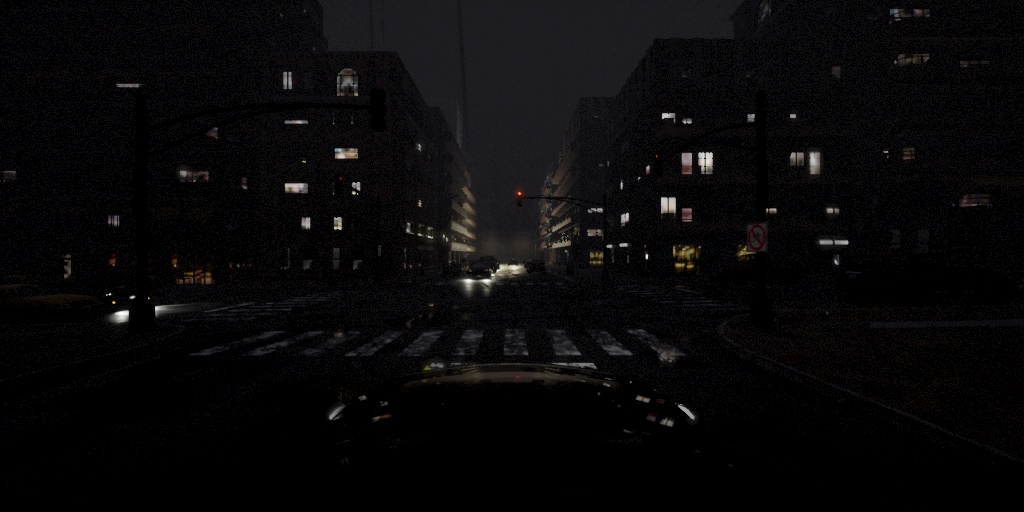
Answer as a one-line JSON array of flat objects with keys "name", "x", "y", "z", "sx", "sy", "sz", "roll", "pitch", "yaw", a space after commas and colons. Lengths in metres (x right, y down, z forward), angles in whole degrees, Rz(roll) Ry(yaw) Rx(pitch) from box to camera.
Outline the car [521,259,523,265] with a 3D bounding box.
[{"name": "car", "x": 2.831, "y": 1.348, "z": 57.802, "sx": 1.802, "sy": 1.307, "sz": 4.207, "roll": 0, "pitch": 0, "yaw": 0}]

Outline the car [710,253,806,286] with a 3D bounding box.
[{"name": "car", "x": 14.625, "y": 0.759, "z": 21.376, "sx": 5.009, "sy": 1.841, "sz": 2.192, "roll": 0, "pitch": 0, "yaw": 0}]

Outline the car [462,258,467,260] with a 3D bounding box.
[{"name": "car", "x": -5.593, "y": 1.283, "z": 40.604, "sx": 1.751, "sy": 1.417, "sz": 4.829, "roll": 0, "pitch": 0, "yaw": 0}]

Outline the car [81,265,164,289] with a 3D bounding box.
[{"name": "car", "x": -23.550, "y": 1.462, "z": 21.106, "sx": 5.009, "sy": 1.841, "sz": 2.192, "roll": 0, "pitch": 0, "yaw": 0}]

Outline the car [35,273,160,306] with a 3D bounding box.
[{"name": "car", "x": -18.288, "y": 1.628, "z": 15.380, "sx": 4.181, "sy": 1.385, "sz": 1.994, "roll": -1, "pitch": 0, "yaw": 0}]

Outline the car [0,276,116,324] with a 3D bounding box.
[{"name": "car", "x": -17.602, "y": 1.585, "z": 12.795, "sx": 4.829, "sy": 1.417, "sz": 1.751, "roll": 0, "pitch": 0, "yaw": 0}]

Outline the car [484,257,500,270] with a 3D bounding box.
[{"name": "car", "x": -2.953, "y": 1.116, "z": 54.389, "sx": 2.097, "sy": 1.767, "sz": 4.553, "roll": 0, "pitch": 0, "yaw": 0}]

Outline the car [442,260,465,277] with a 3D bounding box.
[{"name": "car", "x": -5.606, "y": 1.322, "z": 35.091, "sx": 1.948, "sy": 1.339, "sz": 4.313, "roll": 0, "pitch": 0, "yaw": 0}]

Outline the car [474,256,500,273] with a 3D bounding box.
[{"name": "car", "x": -2.993, "y": 0.981, "z": 44.056, "sx": 2.150, "sy": 2.045, "sz": 5.566, "roll": 0, "pitch": 0, "yaw": 0}]

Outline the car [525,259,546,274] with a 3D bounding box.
[{"name": "car", "x": 2.788, "y": 1.198, "z": 40.754, "sx": 1.967, "sy": 1.591, "sz": 4.097, "roll": 0, "pitch": 0, "yaw": 0}]

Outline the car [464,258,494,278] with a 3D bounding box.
[{"name": "car", "x": -3.020, "y": 1.233, "z": 34.074, "sx": 1.882, "sy": 1.535, "sz": 5.008, "roll": 0, "pitch": 0, "yaw": 0}]

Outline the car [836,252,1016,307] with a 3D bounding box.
[{"name": "car", "x": 14.738, "y": 0.775, "z": 12.997, "sx": 5.009, "sy": 1.841, "sz": 2.192, "roll": 0, "pitch": 0, "yaw": 0}]

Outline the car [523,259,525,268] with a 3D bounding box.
[{"name": "car", "x": 2.802, "y": 1.200, "z": 46.437, "sx": 1.967, "sy": 1.591, "sz": 4.097, "roll": 0, "pitch": 0, "yaw": 0}]
